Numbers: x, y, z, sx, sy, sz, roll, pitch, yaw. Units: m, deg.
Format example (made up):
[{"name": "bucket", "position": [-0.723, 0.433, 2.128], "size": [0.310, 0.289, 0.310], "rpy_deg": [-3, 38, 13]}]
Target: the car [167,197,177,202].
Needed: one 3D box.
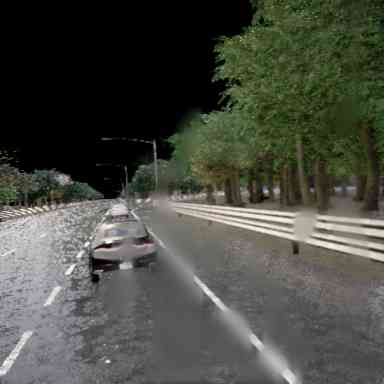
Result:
[{"name": "car", "position": [-5.986, 2.126, 95.302], "size": [1.895, 1.301, 4.718], "rpy_deg": [-4, 0, 22]}]

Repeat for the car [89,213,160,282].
[{"name": "car", "position": [-2.170, 1.655, 10.583], "size": [2.128, 1.511, 4.902], "rpy_deg": [-4, 0, -13]}]

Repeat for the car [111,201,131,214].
[{"name": "car", "position": [-8.263, 2.155, 37.970], "size": [1.812, 1.442, 4.674], "rpy_deg": [-4, 0, -13]}]
